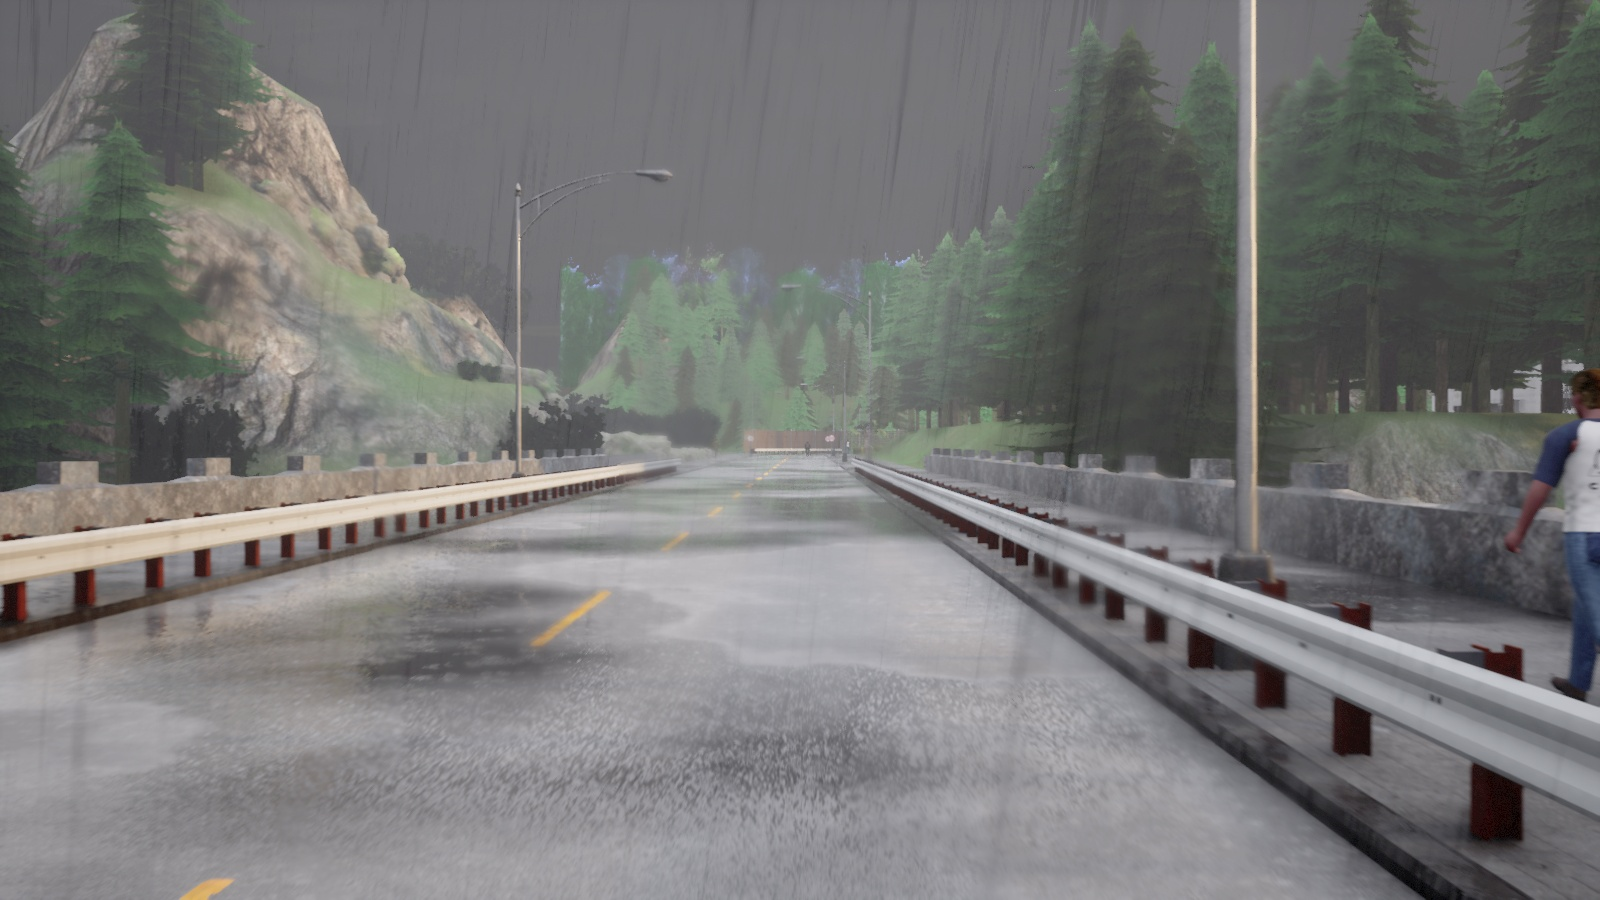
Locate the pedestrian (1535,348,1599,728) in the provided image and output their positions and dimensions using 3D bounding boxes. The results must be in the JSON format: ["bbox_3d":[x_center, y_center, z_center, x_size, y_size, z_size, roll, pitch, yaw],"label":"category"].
[{"bbox_3d":[4.057,0.424,6.291,0.354,1.836,0.706,0,0,3],"label":"pedestrian"}]
